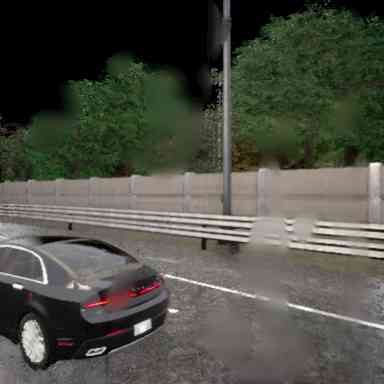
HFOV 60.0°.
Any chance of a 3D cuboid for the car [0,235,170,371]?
[{"bbox_3d":[-2.605,1.507,5.734,4.892,1.490,1.837,0,0,36],"label":"car"}]
